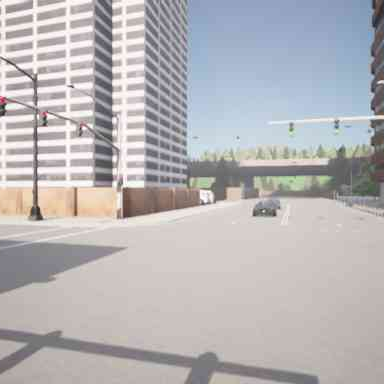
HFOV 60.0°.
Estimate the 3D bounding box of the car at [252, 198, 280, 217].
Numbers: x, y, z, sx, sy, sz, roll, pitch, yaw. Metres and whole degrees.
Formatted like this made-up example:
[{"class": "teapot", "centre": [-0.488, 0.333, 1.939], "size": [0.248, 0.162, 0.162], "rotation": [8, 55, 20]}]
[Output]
[{"class": "car", "centre": [6.762, 1.511, 30.614], "size": [1.994, 1.385, 4.181], "rotation": [0, 0, 17]}]
